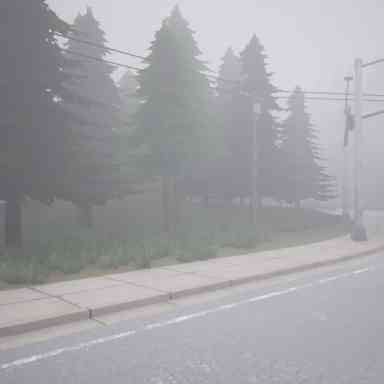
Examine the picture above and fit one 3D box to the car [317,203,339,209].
[{"bbox_3d":[15.560,1.600,40.714,1.895,1.301,4.718,0,0,-22],"label":"car"}]
